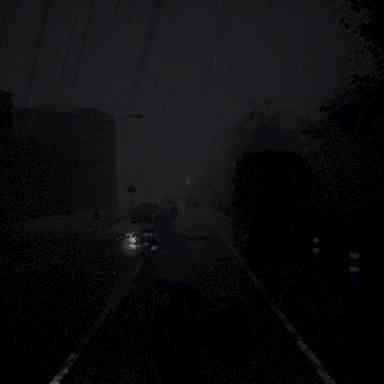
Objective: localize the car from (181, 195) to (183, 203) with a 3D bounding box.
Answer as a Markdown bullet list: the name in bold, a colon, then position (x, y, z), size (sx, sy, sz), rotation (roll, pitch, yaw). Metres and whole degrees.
- **car**: position (-0.294, 1.559, 57.648), size (1.994, 1.385, 4.181), rotation (-1, 1, -6)

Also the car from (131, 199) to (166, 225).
- **car**: position (-3.315, 1.521, 24.943), size (1.882, 1.535, 5.008), rotation (0, 0, 0)

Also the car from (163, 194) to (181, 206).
- **car**: position (-3.316, 1.318, 52.118), size (2.150, 2.045, 5.566), rotation (0, 0, -1)

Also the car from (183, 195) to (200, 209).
- **car**: position (0.112, 1.453, 48.153), size (2.097, 1.767, 4.553), rotation (0, 0, -1)
